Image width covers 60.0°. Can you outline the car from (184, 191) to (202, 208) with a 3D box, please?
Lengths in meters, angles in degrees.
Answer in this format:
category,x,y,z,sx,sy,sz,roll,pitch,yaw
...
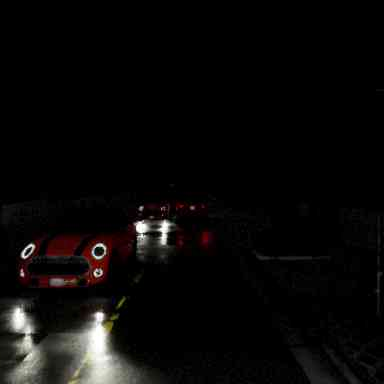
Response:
category,x,y,z,sx,sy,sz,roll,pitch,yaw
car,0.094,0.844,42.543,2.150,2.045,5.566,0,0,0

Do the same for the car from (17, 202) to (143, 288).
category,x,y,z,sx,sy,sz,roll,pitch,yaw
car,-2.836,1.290,9.239,2.097,1.767,4.553,0,0,0

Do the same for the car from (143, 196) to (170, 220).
category,x,y,z,sx,sy,sz,roll,pitch,yaw
car,-2.824,1.158,25.561,2.097,1.767,4.553,0,1,0

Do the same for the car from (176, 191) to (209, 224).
category,x,y,z,sx,sy,sz,roll,pitch,yaw
car,0.049,1.047,23.547,2.150,2.045,5.566,0,1,1
